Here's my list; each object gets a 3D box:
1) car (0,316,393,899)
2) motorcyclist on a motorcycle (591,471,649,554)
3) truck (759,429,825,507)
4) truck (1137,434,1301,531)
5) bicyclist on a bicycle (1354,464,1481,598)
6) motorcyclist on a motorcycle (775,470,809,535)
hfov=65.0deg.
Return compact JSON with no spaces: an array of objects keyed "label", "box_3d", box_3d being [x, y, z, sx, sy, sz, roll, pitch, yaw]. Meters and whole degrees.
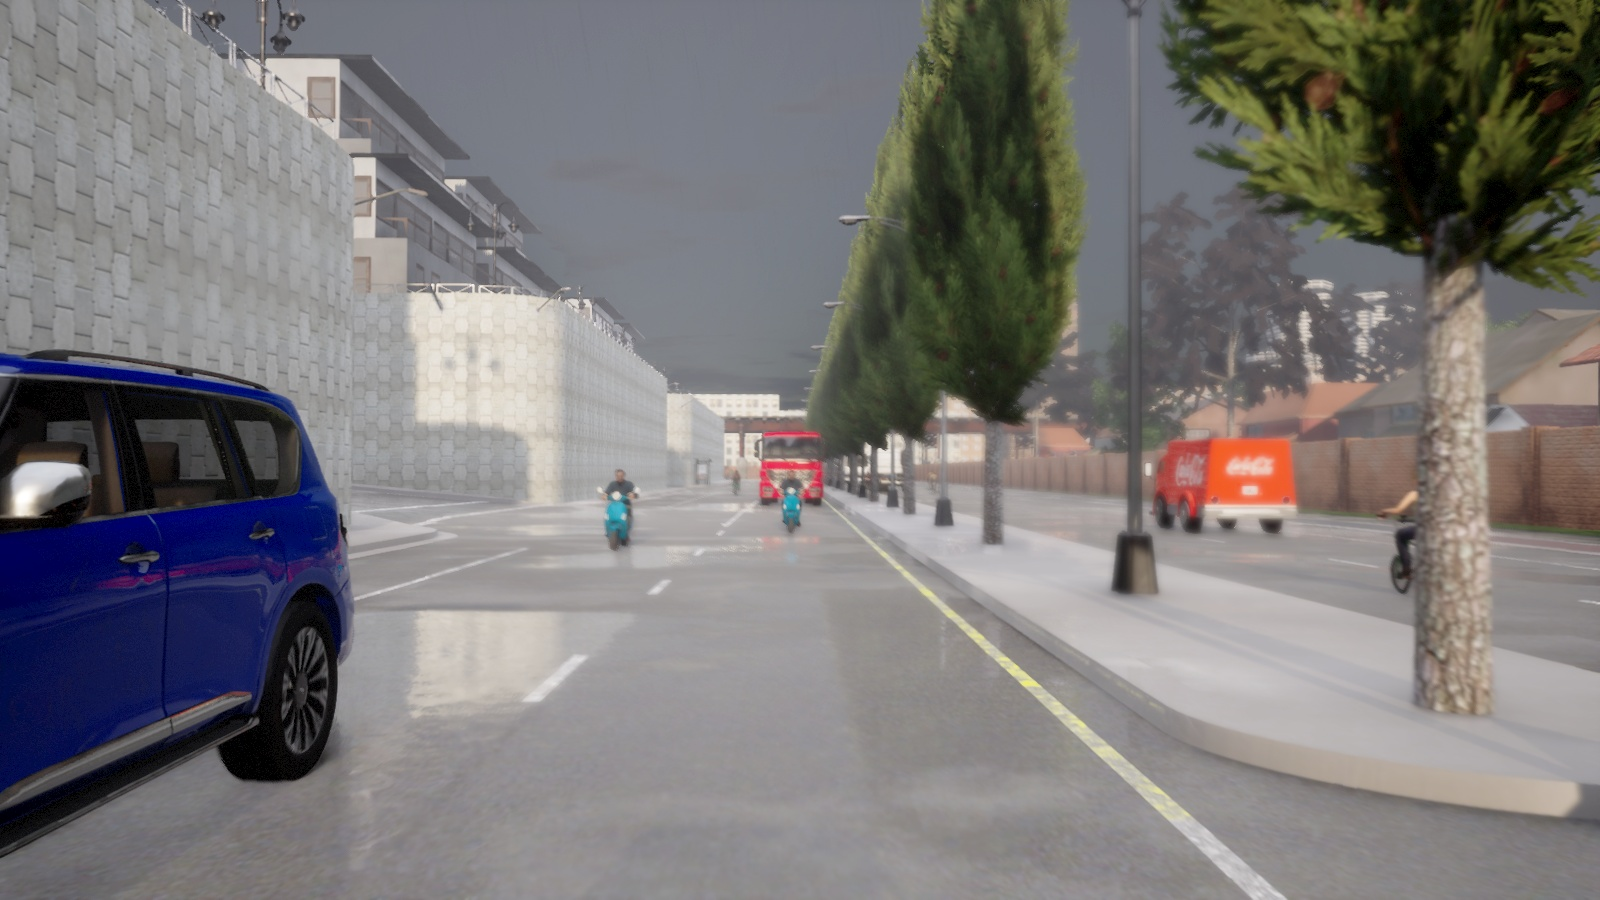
[{"label":"car","box_3d":[-3.531,0.633,4.855,2.150,2.045,5.566,0,-1,-1]},{"label":"motorcyclist on a motorcycle","box_3d":[-3.580,1.219,25.120,0.866,1.590,1.817,0,-1,1]},{"label":"truck","box_3d":[-0.384,0.868,59.629,2.891,3.462,7.936,0,-1,0]},{"label":"truck","box_3d":[11.311,0.876,34.415,2.627,2.467,5.204,0,-1,-2]},{"label":"bicyclist on a bicycle","box_3d":[7.813,0.997,15.962,0.866,1.612,1.509,0,-1,1]},{"label":"motorcyclist on a motorcycle","box_3d":[-0.203,1.324,32.257,0.866,1.590,1.817,0,-1,0]}]
